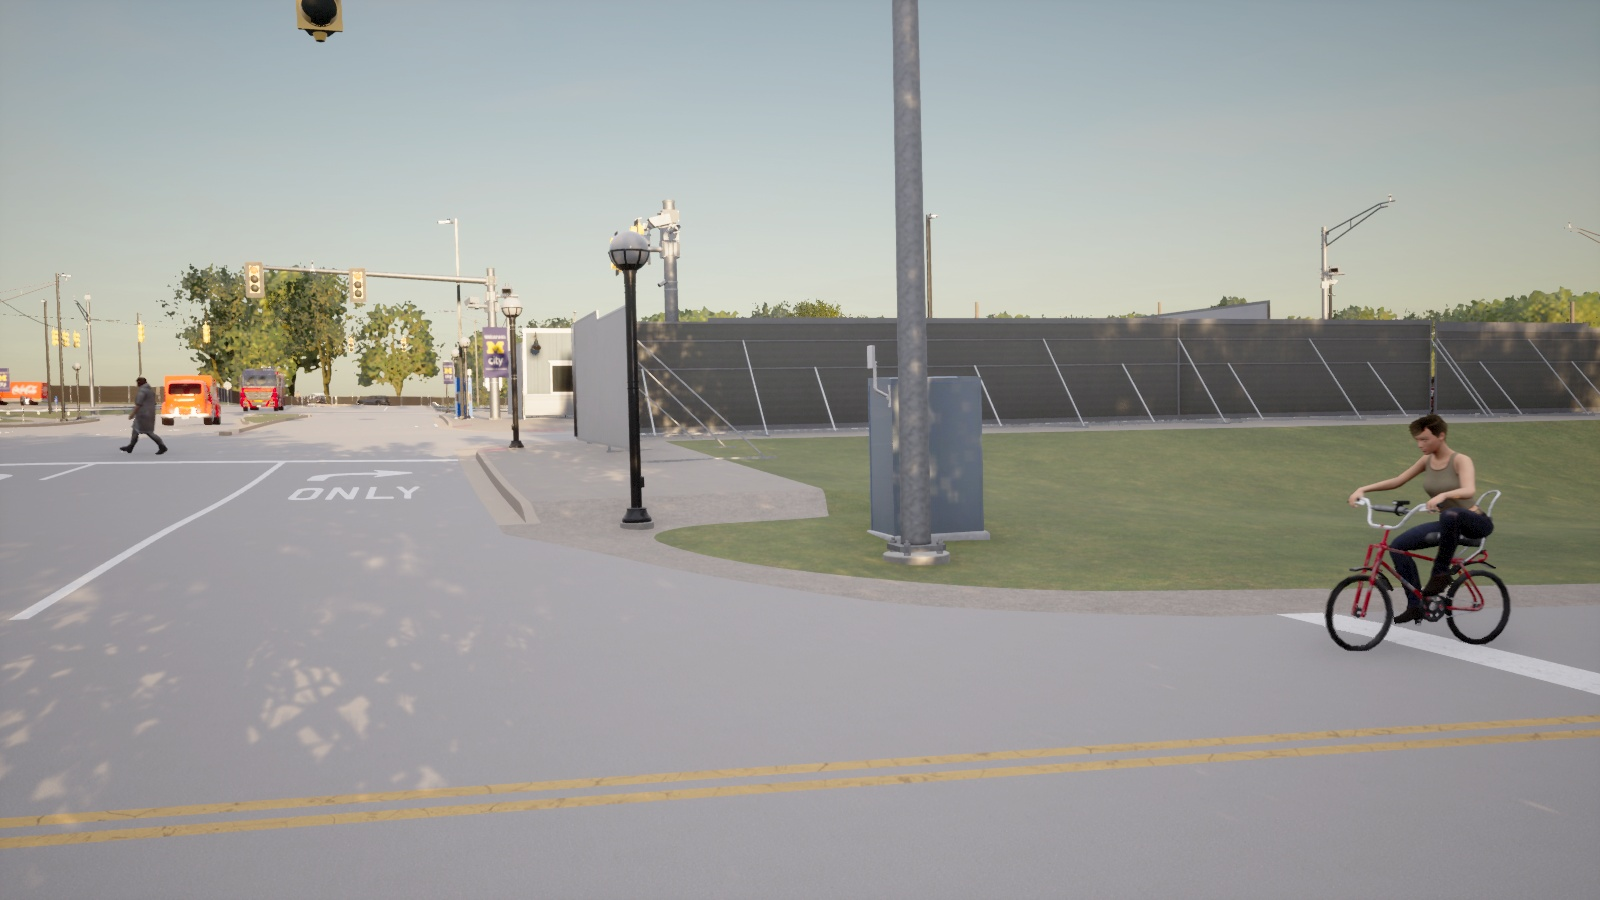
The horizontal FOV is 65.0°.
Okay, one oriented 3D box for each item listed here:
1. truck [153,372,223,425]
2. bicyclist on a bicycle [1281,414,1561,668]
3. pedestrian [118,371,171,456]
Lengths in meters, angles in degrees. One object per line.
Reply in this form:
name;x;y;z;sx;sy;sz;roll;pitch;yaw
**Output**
truck;-30.105;-2.486;61.922;2.627;2.467;5.204;-2;2;-21
bicyclist on a bicycle;4.229;0.568;8.610;1.509;1.612;0.866;-1;2;-14
pedestrian;-15.299;-0.857;29.324;0.873;1.952;0.659;-2;2;-10
